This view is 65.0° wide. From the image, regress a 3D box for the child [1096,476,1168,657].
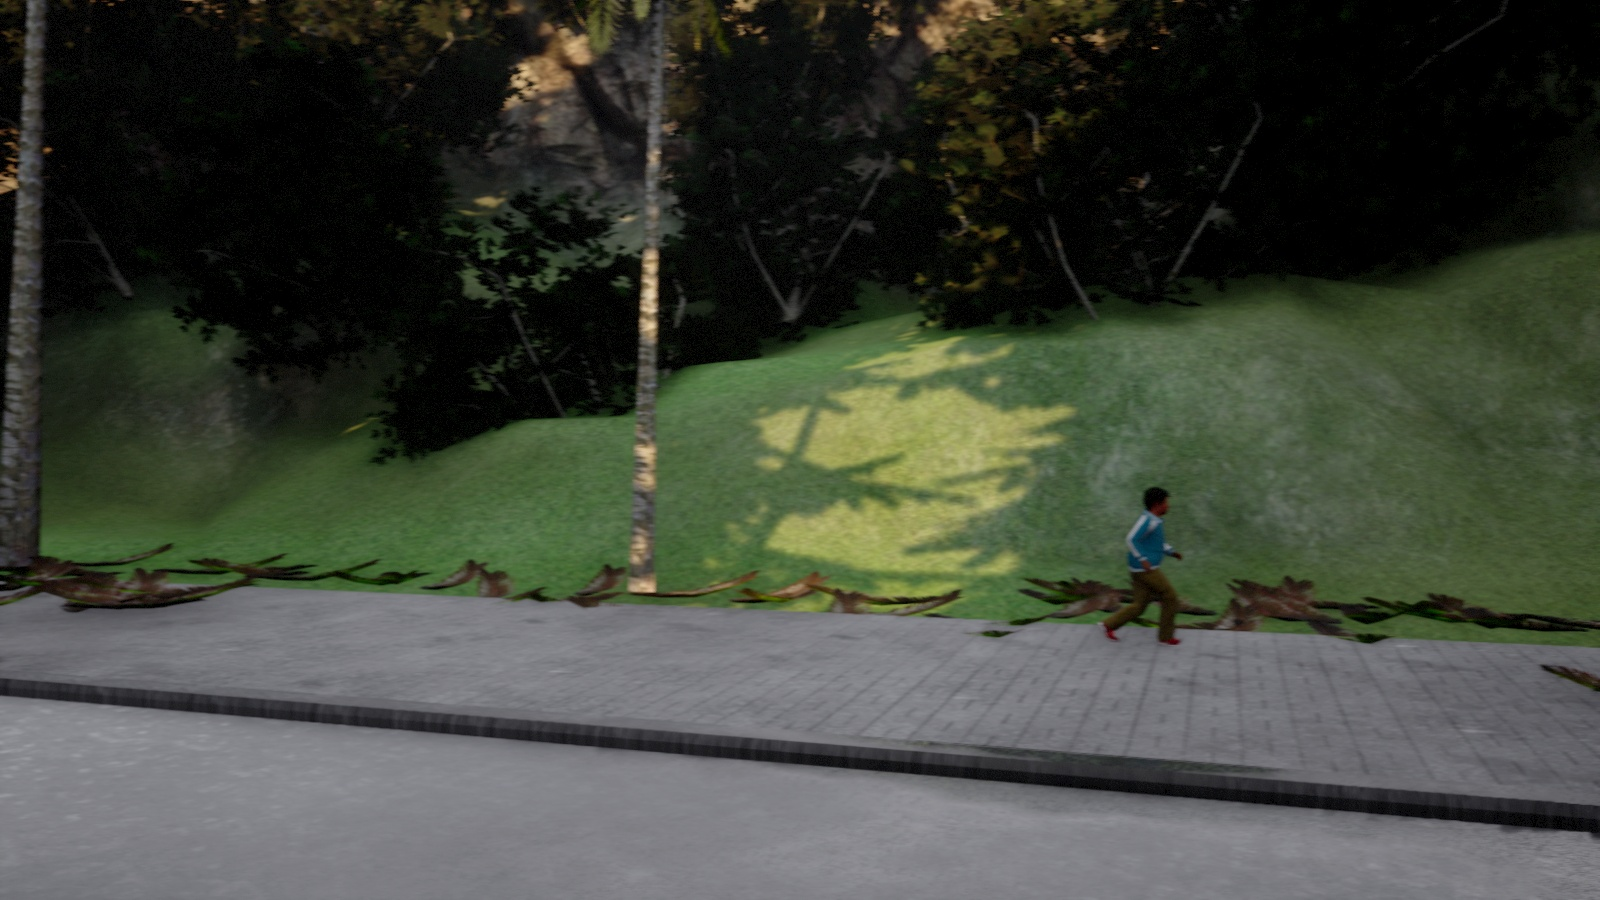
[{"bbox_3d":[2.253,0.778,8.551,0.448,1.192,0.343,0,1,12],"label":"child"}]
